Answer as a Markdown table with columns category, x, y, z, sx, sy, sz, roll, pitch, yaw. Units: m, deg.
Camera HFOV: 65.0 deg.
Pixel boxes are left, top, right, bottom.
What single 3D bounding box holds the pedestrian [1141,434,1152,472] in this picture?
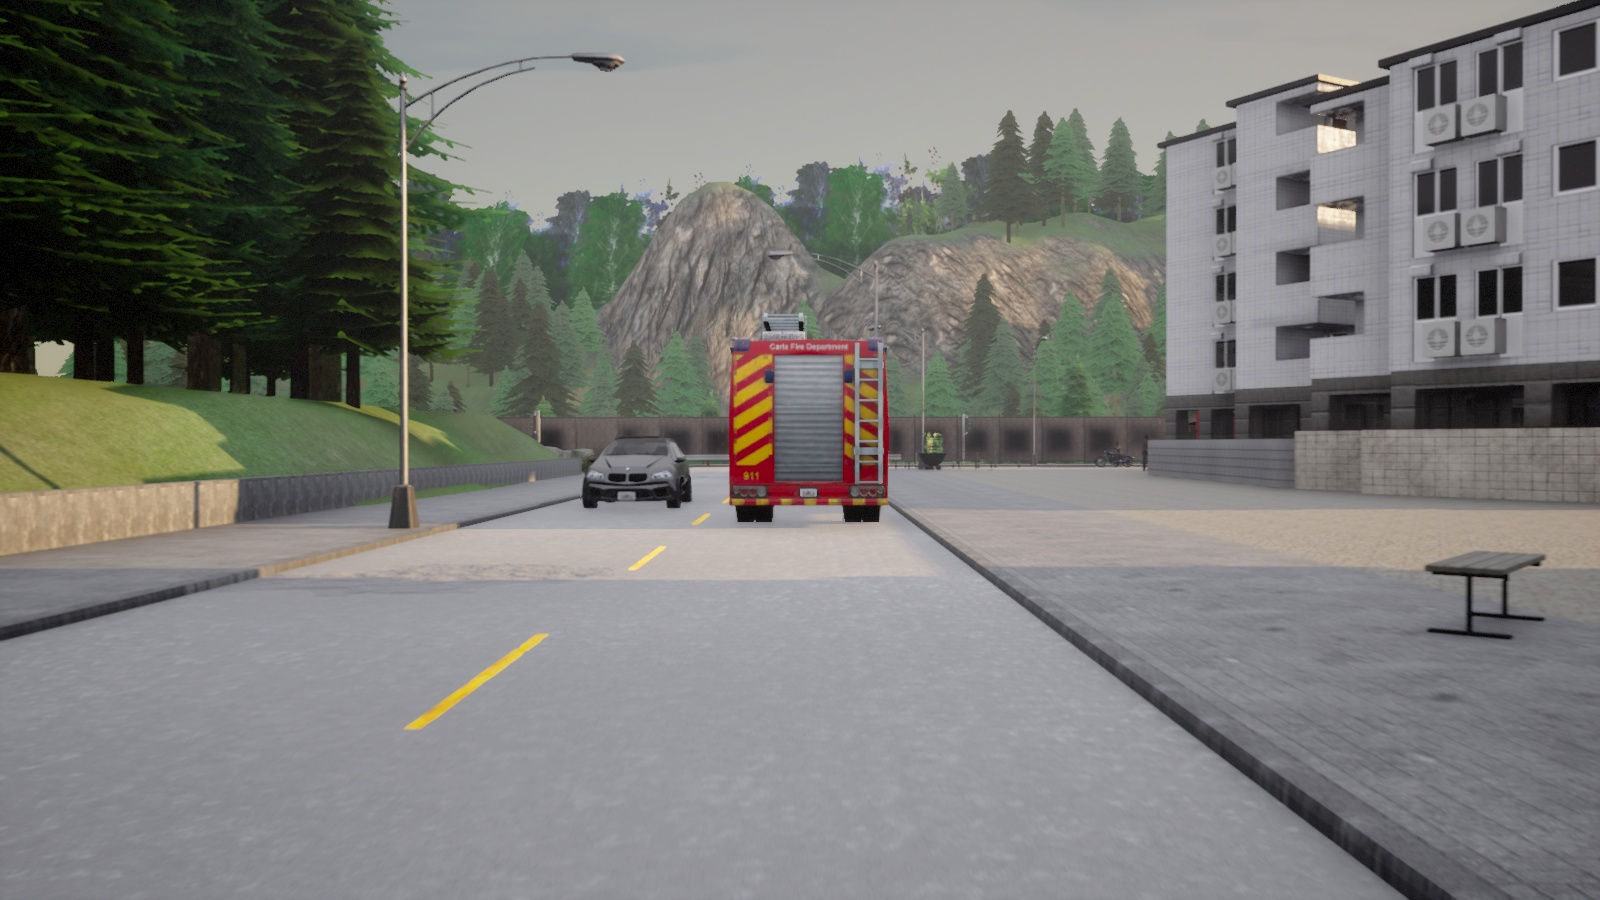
| category | x | y | z | sx | sy | sz | roll | pitch | yaw |
| --- | --- | --- | --- | --- | --- | --- | --- | --- | --- |
| pedestrian | 16.372 | 0.136 | 59.276 | 0.328 | 1.805 | 0.869 | 0 | 0 | 28 |

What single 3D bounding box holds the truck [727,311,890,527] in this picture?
| category | x | y | z | sx | sy | sz | roll | pitch | yaw |
| --- | --- | --- | --- | --- | --- | --- | --- | --- | --- |
| truck | 0.170 | -0.567 | 26.506 | 2.891 | 3.827 | 8.468 | 0 | 0 | 0 |

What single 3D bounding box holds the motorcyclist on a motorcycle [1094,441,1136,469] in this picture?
| category | x | y | z | sx | sy | sz | roll | pitch | yaw |
| --- | --- | --- | --- | --- | --- | --- | --- | --- | --- |
| motorcyclist on a motorcycle | 18.955 | 0.286 | 75.644 | 2.350 | 1.649 | 0.766 | 0 | 0 | 0 |

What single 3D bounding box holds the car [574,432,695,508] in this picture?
| category | x | y | z | sx | sy | sz | roll | pitch | yaw |
| --- | --- | --- | --- | --- | --- | --- | --- | --- | --- |
| car | -3.812 | 0.419 | 29.844 | 2.242 | 1.667 | 4.611 | 0 | 0 | 0 |
